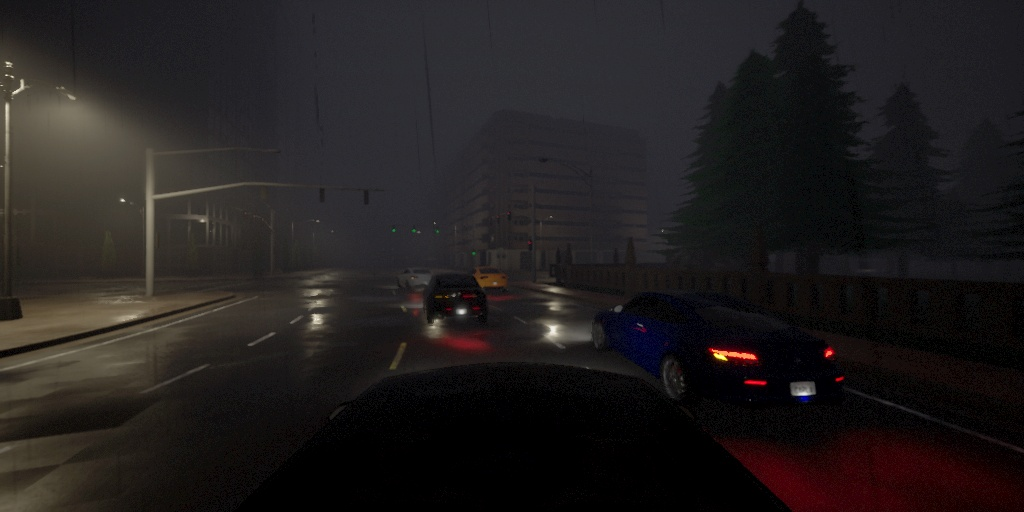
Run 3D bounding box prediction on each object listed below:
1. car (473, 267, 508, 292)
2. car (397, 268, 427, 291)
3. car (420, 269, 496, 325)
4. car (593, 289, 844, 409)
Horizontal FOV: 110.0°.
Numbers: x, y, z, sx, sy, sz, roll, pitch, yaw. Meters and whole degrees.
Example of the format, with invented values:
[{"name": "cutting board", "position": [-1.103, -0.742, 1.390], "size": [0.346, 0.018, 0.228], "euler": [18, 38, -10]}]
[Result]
[{"name": "car", "position": [-1.777, 1.407, 22.409], "size": [1.882, 1.535, 5.008], "euler": [0, -1, -20]}, {"name": "car", "position": [-6.413, 1.489, 24.050], "size": [1.812, 1.442, 4.674], "euler": [0, -1, -29]}, {"name": "car", "position": [-2.093, 1.353, 12.509], "size": [1.837, 1.490, 4.892], "euler": [0, -1, -16]}, {"name": "car", "position": [2.916, 1.301, 6.210], "size": [1.812, 1.442, 4.674], "euler": [0, 0, -7]}]
